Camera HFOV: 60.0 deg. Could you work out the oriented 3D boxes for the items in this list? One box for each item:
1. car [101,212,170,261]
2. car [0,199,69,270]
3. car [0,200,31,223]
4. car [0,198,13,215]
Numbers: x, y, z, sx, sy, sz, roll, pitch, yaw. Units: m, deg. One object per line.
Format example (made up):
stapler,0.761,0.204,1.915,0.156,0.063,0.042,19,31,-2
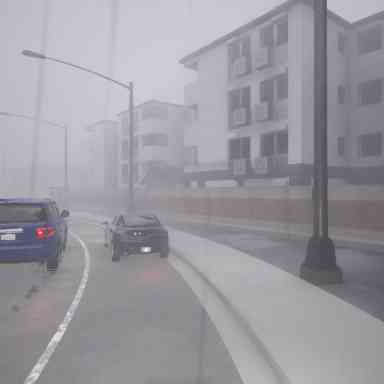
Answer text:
car,-2.189,1.504,12.417,1.837,1.490,4.892,0,0,-19
car,-5.344,1.220,10.811,2.150,2.045,5.566,0,0,-17
car,-14.312,1.478,26.631,1.882,1.535,5.008,0,0,-34
car,-20.368,1.478,35.232,1.882,1.535,5.008,0,0,-35
